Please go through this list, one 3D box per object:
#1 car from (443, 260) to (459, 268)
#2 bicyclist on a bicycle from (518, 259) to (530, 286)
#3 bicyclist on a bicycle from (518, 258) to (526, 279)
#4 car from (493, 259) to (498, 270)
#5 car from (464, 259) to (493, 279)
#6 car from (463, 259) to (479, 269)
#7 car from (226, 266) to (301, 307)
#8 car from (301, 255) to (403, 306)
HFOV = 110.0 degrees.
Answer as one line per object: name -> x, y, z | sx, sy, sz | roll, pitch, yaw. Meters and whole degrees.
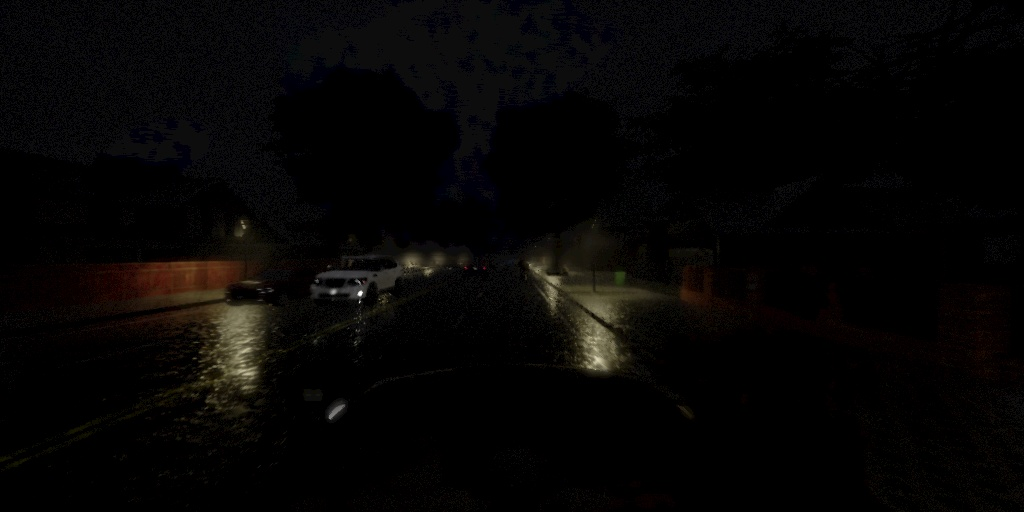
car -> -9.803, 1.296, 57.861 | 1.994, 1.385, 4.181 | 0, 0, 1
bicyclist on a bicycle -> 0.890, 1.114, 23.282 | 0.659, 1.776, 1.843 | 0, 0, 0
bicyclist on a bicycle -> 0.888, 1.111, 32.283 | 0.659, 1.776, 1.843 | 0, 0, 0
car -> -3.159, 1.226, 52.498 | 2.128, 1.511, 4.902 | 0, 0, 0
car -> -3.156, 1.092, 33.064 | 2.097, 1.767, 4.553 | 0, 0, 0
car -> -6.548, 1.280, 57.809 | 2.033, 1.411, 5.357 | 0, 0, 1
car -> -9.851, 1.223, 15.560 | 1.882, 1.535, 5.008 | 0, 0, 0
car -> -6.603, 0.966, 16.017 | 2.150, 2.045, 5.566 | 0, 0, 0
